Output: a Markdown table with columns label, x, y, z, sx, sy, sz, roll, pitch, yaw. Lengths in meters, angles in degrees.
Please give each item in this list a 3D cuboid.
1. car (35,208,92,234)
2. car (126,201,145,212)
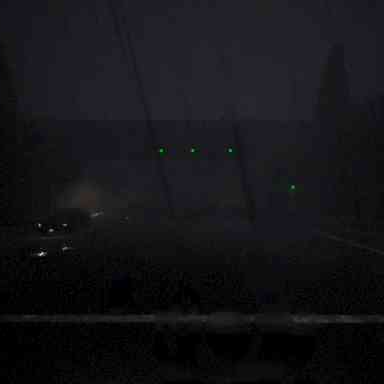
| label | x | y | z | sx | sy | sz | roll | pitch | yaw |
| --- | --- | --- | --- | --- | --- | --- | --- | --- | --- |
| car | -7.615 | 1.692 | 20.434 | 2.033 | 1.411 | 5.357 | 0 | 0 | -2 |
| car | -7.576 | 1.915 | 44.978 | 1.895 | 1.301 | 4.718 | 0 | 0 | 0 |
